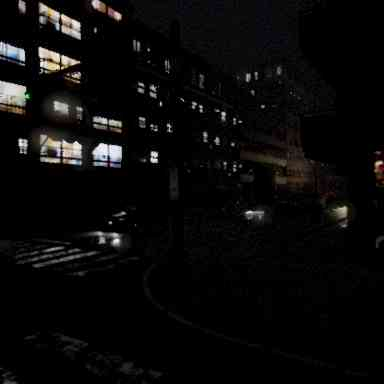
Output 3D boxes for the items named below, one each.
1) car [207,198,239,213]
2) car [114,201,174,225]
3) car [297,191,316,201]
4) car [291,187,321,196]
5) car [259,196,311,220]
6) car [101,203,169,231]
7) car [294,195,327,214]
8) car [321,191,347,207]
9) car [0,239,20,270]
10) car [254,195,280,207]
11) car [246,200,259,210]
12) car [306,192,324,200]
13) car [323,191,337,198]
[{"bbox_3d":[3.196,1.284,33.626,1.947,1.339,4.313,0,1,35],"label":"car"},{"bbox_3d":[-3.437,1.467,24.446,1.947,1.339,4.313,0,1,35],"label":"car"},{"bbox_3d":[19.511,0.708,56.749,1.967,1.590,4.097,0,1,35],"label":"car"},{"bbox_3d":[16.675,0.204,48.103,2.150,2.045,5.566,-1,0,35],"label":"car"},{"bbox_3d":[6.816,1.218,24.090,1.887,1.381,4.507,0,1,35],"label":"car"},{"bbox_3d":[-3.343,1.480,19.880,1.994,1.385,4.181,-1,0,36],"label":"car"},{"bbox_3d":[10.021,1.167,28.757,1.802,1.307,4.206,0,1,35],"label":"car"},{"bbox_3d":[16.544,0.949,38.008,1.887,1.381,4.507,0,1,35],"label":"car"},{"bbox_3d":[-7.309,1.730,8.872,1.895,1.301,4.718,-1,0,35],"label":"car"},{"bbox_3d":[9.722,1.120,42.874,1.802,1.307,4.206,0,1,35],"label":"car"},{"bbox_3d":[7.756,1.156,35.606,2.033,1.411,5.357,-1,0,35],"label":"car"},{"bbox_3d":[22.775,0.730,61.376,2.008,1.369,4.403,0,1,35],"label":"car"},{"bbox_3d":[29.302,0.546,70.628,1.887,1.381,4.507,0,1,35],"label":"car"}]
